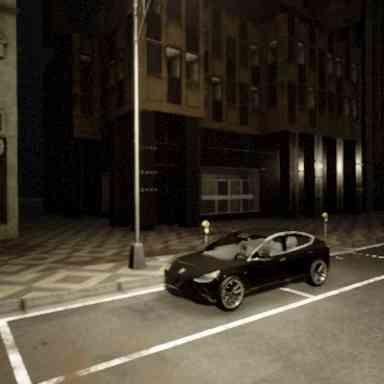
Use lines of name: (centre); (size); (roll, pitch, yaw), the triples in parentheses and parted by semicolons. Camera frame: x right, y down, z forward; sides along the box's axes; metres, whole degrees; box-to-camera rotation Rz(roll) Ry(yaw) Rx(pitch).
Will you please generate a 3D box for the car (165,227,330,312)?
car: (1.438, 1.541, 7.679); (4.313, 1.339, 1.947); (0, 0, -36)
